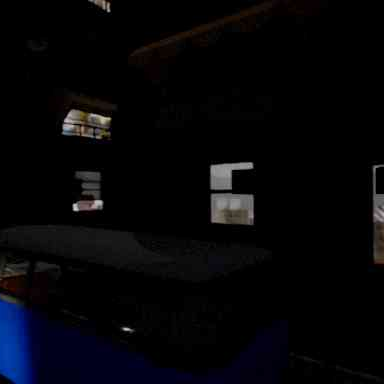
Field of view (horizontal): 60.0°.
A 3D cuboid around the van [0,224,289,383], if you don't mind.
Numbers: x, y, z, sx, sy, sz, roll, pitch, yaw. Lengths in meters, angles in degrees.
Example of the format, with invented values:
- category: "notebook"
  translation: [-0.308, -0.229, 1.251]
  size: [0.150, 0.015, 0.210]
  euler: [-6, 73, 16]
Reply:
- category: "van"
  translation: [-0.991, 1.325, 3.598]
  size: [3.998, 1.788, 1.690]
  euler: [0, -1, 35]
